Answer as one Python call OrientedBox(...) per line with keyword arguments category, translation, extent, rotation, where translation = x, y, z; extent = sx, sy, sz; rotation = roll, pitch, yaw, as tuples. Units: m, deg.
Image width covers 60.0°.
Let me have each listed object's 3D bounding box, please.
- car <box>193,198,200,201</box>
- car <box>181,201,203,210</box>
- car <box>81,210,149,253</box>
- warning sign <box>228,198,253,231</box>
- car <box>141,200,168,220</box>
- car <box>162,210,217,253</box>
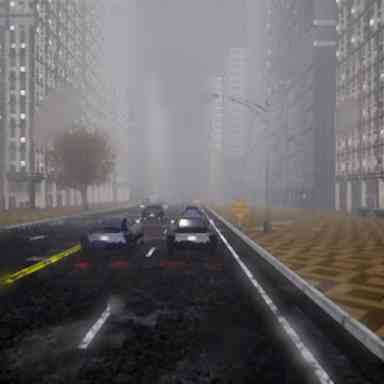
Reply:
OrientedBox(category="car", translation=(1.128, 2.268, 86.026), extent=(1.801, 1.575, 5.366), rotation=(0, -1, 0))
OrientedBox(category="car", translation=(0.003, 1.803, 29.381), extent=(1.812, 1.442, 4.674), rotation=(0, 0, 0))
OrientedBox(category="car", translation=(-3.246, 1.700, 14.317), extent=(1.994, 1.385, 4.181), rotation=(0, 0, 0))
OrientedBox(category="warning sign", translation=(2.863, 1.303, 19.817), extent=(1.300, 1.860, 1.060), rotation=(1, 0, 0))
OrientedBox(category="car", translation=(-3.247, 1.756, 29.474), extent=(1.882, 1.535, 5.008), rotation=(0, 0, 0))
OrientedBox(category="car", translation=(0.004, 1.700, 14.284), extent=(1.994, 1.385, 4.181), rotation=(0, 0, 0))
